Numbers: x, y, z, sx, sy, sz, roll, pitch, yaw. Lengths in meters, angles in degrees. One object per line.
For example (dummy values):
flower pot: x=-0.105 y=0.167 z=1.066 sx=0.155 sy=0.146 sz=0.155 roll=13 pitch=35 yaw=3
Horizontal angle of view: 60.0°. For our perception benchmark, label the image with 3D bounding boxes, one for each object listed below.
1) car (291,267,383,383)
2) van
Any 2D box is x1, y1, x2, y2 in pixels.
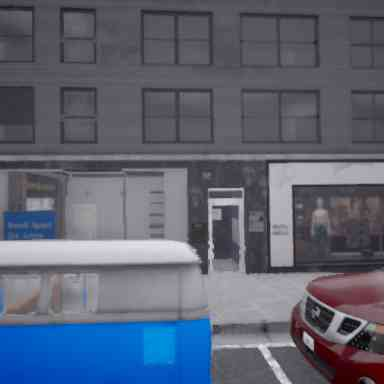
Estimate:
car: x=3.863 y=1.406 z=4.066 sx=5.009 sy=1.841 sz=2.192 roll=0 pitch=-2 yaw=-4
van: x=-1.707 y=1.438 z=3.641 sx=3.998 sy=1.788 sz=1.690 roll=0 pitch=-2 yaw=-4
